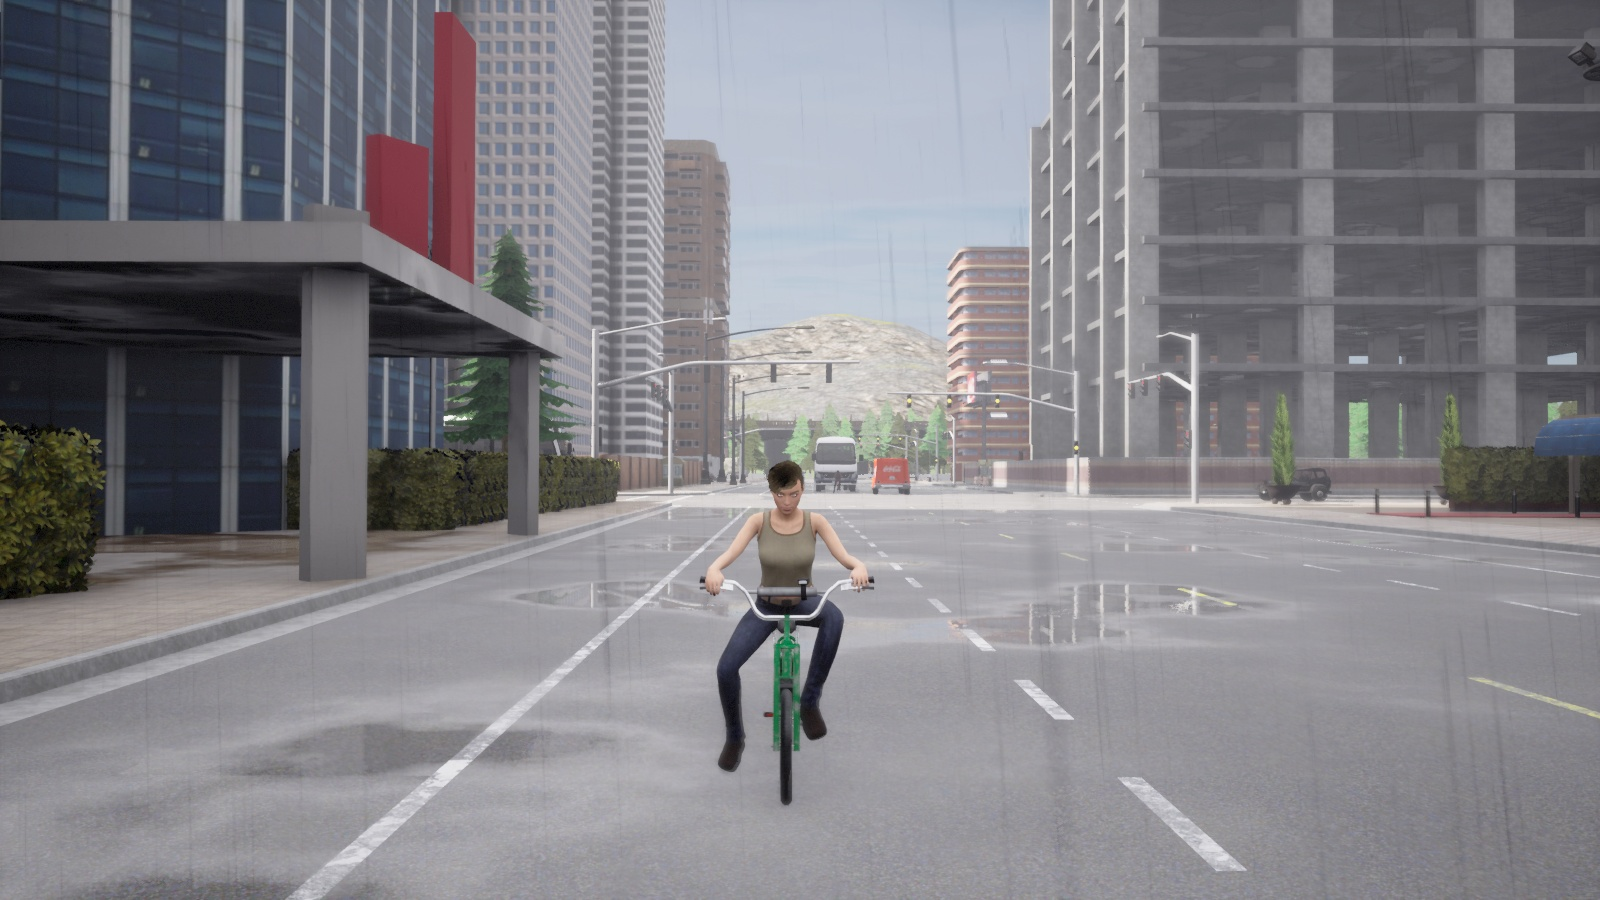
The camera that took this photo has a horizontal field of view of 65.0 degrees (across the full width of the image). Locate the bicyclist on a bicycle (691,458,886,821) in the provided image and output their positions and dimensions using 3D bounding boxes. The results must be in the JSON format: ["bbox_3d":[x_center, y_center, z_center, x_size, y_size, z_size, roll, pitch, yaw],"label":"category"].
[{"bbox_3d":[-0.061,0.858,6.372,0.866,1.612,1.509,0,-1,-1],"label":"bicyclist on a bicycle"}]

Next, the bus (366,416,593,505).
[{"bbox_3d":[-15.772,0.549,62.540,10.273,4.253,3.944,0,-1,0],"label":"bus"}]

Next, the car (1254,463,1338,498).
[{"bbox_3d":[27.429,1.666,69.556,3.866,1.878,1.905,0,-1,0],"label":"car"}]

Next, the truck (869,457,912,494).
[{"bbox_3d":[6.180,1.751,86.423,2.627,2.467,5.204,0,-1,0],"label":"truck"}]
